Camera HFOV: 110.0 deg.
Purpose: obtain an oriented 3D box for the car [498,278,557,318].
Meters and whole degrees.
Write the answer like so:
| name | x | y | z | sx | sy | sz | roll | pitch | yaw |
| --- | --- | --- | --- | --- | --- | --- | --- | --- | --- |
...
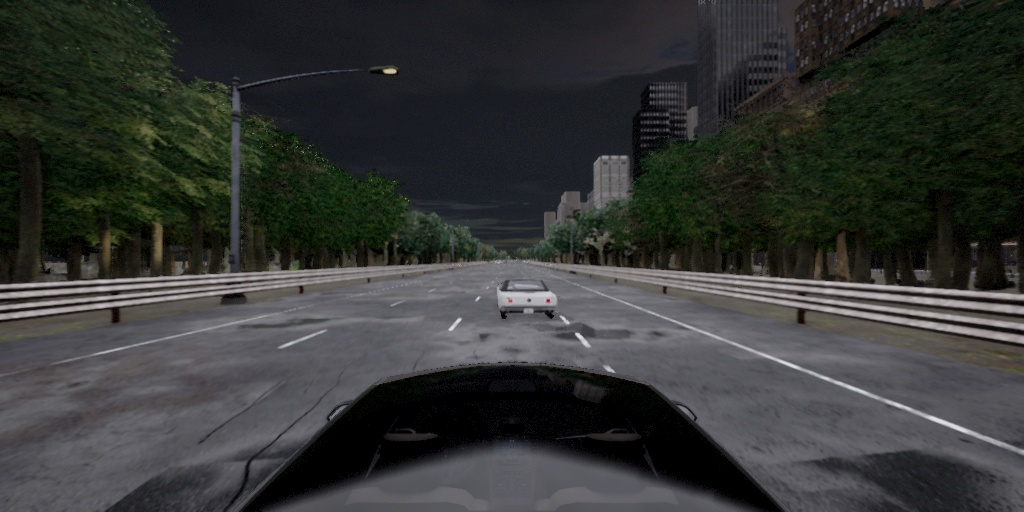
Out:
| name | x | y | z | sx | sy | sz | roll | pitch | yaw |
| --- | --- | --- | --- | --- | --- | --- | --- | --- | --- |
| car | 0.398 | 1.493 | 13.698 | 1.895 | 1.301 | 4.718 | 0 | -1 | -4 |
